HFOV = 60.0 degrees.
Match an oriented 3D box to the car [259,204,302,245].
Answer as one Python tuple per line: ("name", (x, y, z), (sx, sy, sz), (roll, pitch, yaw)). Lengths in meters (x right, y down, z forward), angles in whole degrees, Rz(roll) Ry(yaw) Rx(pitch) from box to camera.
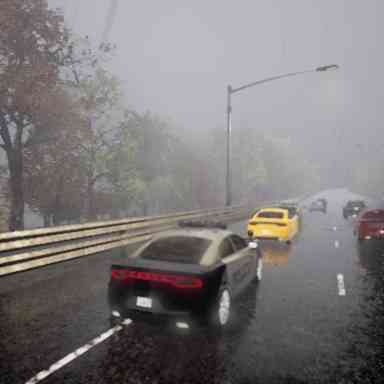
("car", (4.126, 1.575, 16.468), (1.882, 1.535, 5.008), (0, 0, 23))

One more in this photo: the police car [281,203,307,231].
("police car", (6.494, 1.562, 22.103), (1.930, 1.638, 5.238), (0, 0, 23))

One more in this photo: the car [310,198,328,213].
("car", (15.437, 1.824, 40.616), (2.033, 1.411, 5.357), (0, 0, 23))

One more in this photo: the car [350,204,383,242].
("car", (9.278, 1.611, 16.726), (1.882, 1.535, 5.008), (0, -1, 23))

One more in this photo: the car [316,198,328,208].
("car", (22.113, 1.819, 56.553), (1.837, 1.490, 4.892), (0, 0, 23))

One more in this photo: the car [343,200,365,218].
("car", (15.804, 1.596, 32.251), (2.097, 1.767, 4.553), (0, 0, 23))

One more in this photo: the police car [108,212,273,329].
("police car", (0.293, 1.457, 7.347), (1.930, 1.638, 5.238), (0, 0, 23))
